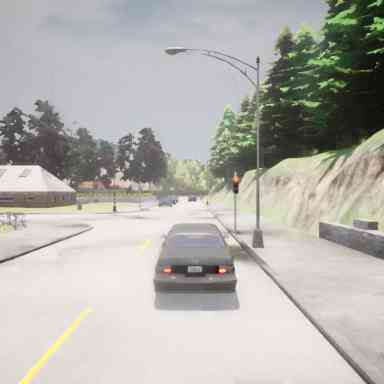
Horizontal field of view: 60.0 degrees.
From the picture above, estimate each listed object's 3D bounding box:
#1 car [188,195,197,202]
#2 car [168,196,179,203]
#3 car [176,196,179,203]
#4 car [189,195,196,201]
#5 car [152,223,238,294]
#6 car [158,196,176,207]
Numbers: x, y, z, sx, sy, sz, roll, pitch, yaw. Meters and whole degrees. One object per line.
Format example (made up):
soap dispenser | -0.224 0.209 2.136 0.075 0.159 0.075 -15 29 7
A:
car | 0.128 1.547 75.720 2.128 1.511 4.902 0 0 0
car | -3.880 1.555 71.185 2.128 1.511 4.902 0 0 0
car | -3.962 1.503 61.093 1.882 1.535 5.008 0 0 1
car | 0.145 1.443 86.080 1.812 1.442 4.674 0 0 0
car | 0.074 1.551 8.966 2.033 1.411 5.357 0 0 0
car | -4.009 1.585 51.090 1.994 1.385 4.181 0 0 0
